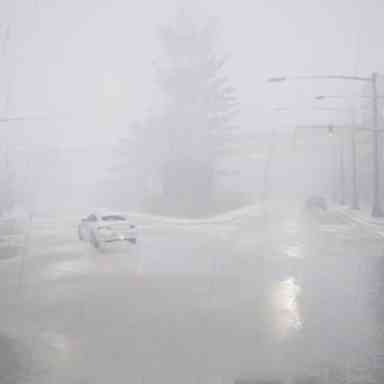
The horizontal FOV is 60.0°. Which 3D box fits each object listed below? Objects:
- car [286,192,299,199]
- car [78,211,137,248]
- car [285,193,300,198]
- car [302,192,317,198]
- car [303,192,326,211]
[{"bbox_3d":[25.675,0.970,85.334,2.038,1.542,4.974,-1,0,43],"label":"car"},{"bbox_3d":[-3.966,1.605,15.322,1.812,1.442,4.674,-1,0,-30],"label":"car"},{"bbox_3d":[25.707,0.812,85.373,1.853,1.218,4.536,-1,0,43],"label":"car"},{"bbox_3d":[29.523,0.728,83.791,1.853,1.218,4.536,-1,0,-2],"label":"car"},{"bbox_3d":[13.677,1.077,37.035,2.097,1.767,4.553,-1,0,18],"label":"car"}]
